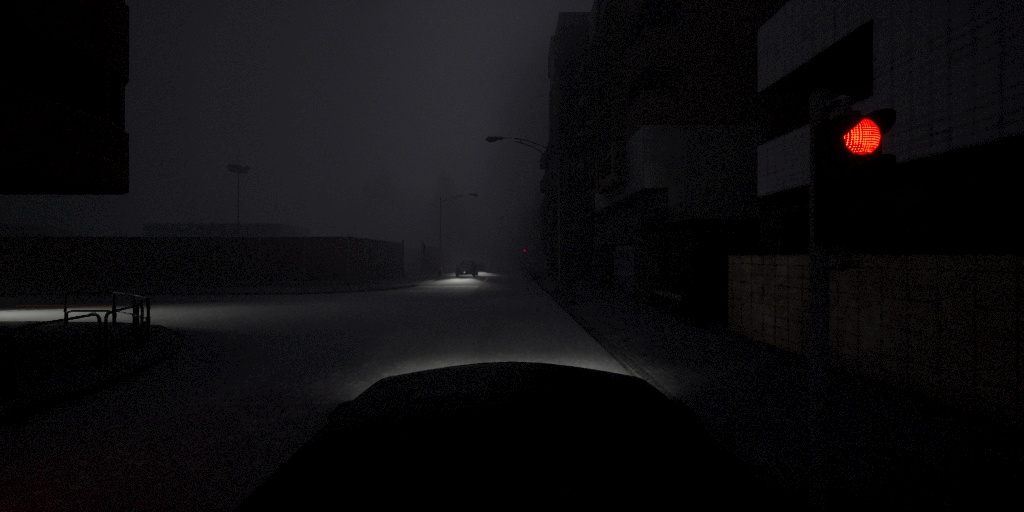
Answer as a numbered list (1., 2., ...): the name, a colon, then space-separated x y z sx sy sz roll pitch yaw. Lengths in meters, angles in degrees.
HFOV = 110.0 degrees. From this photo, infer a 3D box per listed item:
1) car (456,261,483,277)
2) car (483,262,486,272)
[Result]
1. car: -4.419 1.241 35.679 2.128 1.511 4.902 0 0 0
2. car: -4.490 1.350 46.800 1.895 1.301 4.718 0 0 0
